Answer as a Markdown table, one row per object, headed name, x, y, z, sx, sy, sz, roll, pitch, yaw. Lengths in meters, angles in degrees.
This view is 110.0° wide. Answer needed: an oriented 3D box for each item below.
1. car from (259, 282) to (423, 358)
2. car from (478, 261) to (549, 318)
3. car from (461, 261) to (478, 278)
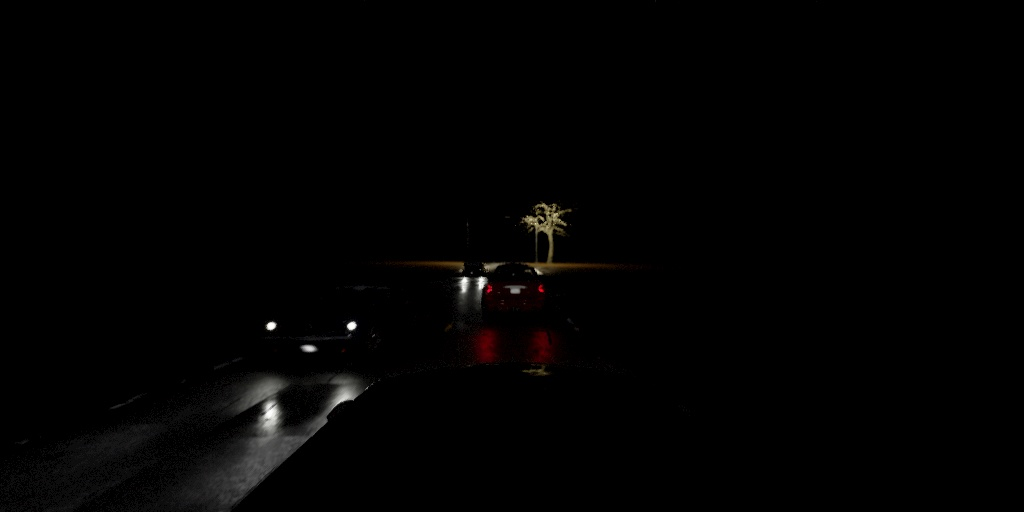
| name | x | y | z | sx | sy | sz | roll | pitch | yaw |
| --- | --- | --- | --- | --- | --- | --- | --- | --- | --- |
| car | -3.596 | 1.332 | 8.571 | 1.895 | 1.301 | 4.718 | 0 | 0 | 0 |
| car | 0.101 | 1.070 | 12.950 | 2.097 | 1.767 | 4.553 | 0 | 0 | 0 |
| car | -3.488 | 1.187 | 33.438 | 1.812 | 1.442 | 4.674 | 0 | 0 | 0 |
